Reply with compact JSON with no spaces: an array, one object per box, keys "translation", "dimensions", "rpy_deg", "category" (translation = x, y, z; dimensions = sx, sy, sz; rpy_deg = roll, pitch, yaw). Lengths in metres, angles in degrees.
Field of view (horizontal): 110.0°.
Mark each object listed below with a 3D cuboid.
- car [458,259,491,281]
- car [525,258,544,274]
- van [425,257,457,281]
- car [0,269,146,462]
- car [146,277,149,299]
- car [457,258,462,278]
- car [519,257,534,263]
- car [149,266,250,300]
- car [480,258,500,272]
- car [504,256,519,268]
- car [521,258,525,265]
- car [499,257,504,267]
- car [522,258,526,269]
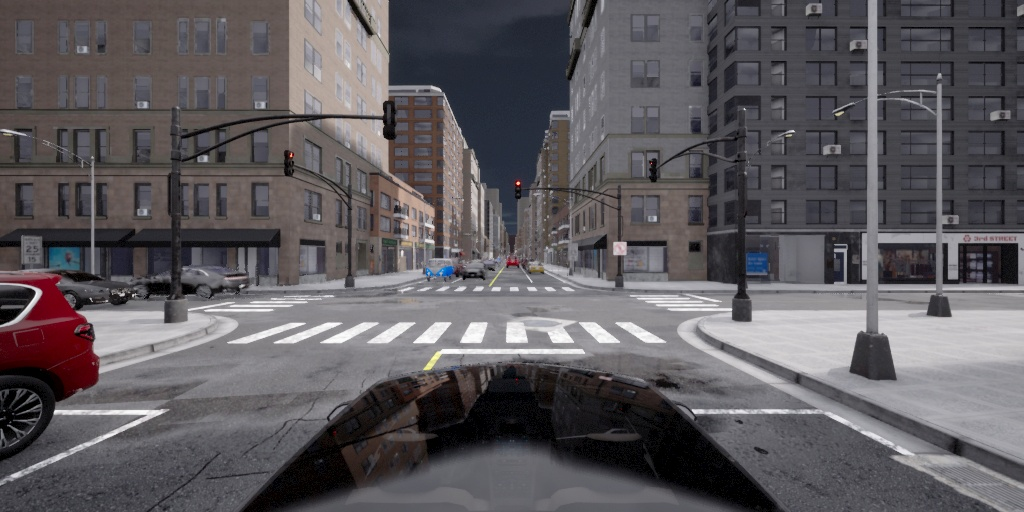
[{"translation":[-3.075,1.252,30.376],"dimensions":[1.837,1.490,4.892],"rpy_deg":[0,0,0],"category":"car"},{"translation":[2.701,1.272,40.447],"dimensions":[1.751,1.417,4.829],"rpy_deg":[0,0,0],"category":"car"},{"translation":[-5.834,1.088,29.069],"dimensions":[1.690,1.789,3.998],"rpy_deg":[0,0,0],"category":"van"},{"translation":[-5.858,1.065,2.122],"dimensions":[2.192,1.841,5.009],"rpy_deg":[0,0,0],"category":"car"},{"translation":[-17.565,1.265,13.846],"dimensions":[4.892,1.490,1.837],"rpy_deg":[0,0,-2],"category":"car"},{"translation":[-5.830,1.062,34.665],"dimensions":[2.192,1.841,5.009],"rpy_deg":[0,0,0],"category":"car"},{"translation":[2.716,1.058,57.060],"dimensions":[2.192,1.841,5.009],"rpy_deg":[0,0,0],"category":"car"},{"translation":[-15.219,1.247,16.978],"dimensions":[4.902,1.511,2.128],"rpy_deg":[0,0,0],"category":"car"},{"translation":[-3.058,1.292,46.226],"dimensions":[2.033,1.411,5.357],"rpy_deg":[0,0,0],"category":"car"},{"translation":[0.150,0.964,60.954],"dimensions":[2.150,2.045,5.566],"rpy_deg":[0,0,0],"category":"car"},{"translation":[2.711,1.310,51.466],"dimensions":[1.948,1.339,4.313],"rpy_deg":[0,0,0],"category":"car"},{"translation":[-2.947,1.357,63.816],"dimensions":[2.033,1.411,5.357],"rpy_deg":[0,0,0],"category":"car"},{"translation":[2.706,1.296,45.872],"dimensions":[2.007,1.370,4.403],"rpy_deg":[0,0,0],"category":"car"}]
